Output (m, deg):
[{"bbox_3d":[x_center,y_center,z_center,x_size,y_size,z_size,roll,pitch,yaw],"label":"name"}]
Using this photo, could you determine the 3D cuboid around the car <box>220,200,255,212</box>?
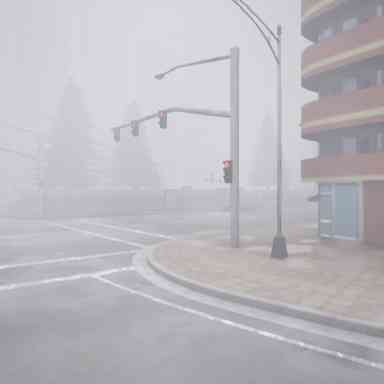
[{"bbox_3d":[5.161,1.614,37.329,4.181,1.385,1.994,0,0,-37],"label":"car"}]
